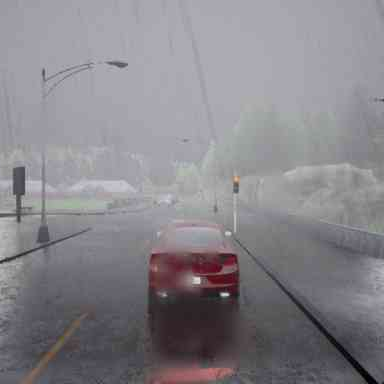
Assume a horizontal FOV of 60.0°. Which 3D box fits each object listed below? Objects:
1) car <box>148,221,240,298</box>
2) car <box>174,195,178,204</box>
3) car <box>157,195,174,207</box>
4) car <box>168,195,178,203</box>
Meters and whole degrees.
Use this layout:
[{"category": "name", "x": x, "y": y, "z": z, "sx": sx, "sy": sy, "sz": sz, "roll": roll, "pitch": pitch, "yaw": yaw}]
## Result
[{"category": "car", "x": 0.053, "y": 1.478, "z": 8.591, "sx": 1.882, "sy": 1.535, "sz": 5.008, "roll": 0, "pitch": 0, "yaw": 0}, {"category": "car", "x": -4.125, "y": 1.526, "z": 60.740, "sx": 1.812, "sy": 1.442, "sz": 4.674, "roll": 0, "pitch": 0, "yaw": 1}, {"category": "car", "x": -4.132, "y": 1.526, "z": 50.822, "sx": 1.812, "sy": 1.442, "sz": 4.674, "roll": 0, "pitch": 0, "yaw": 0}, {"category": "car", "x": -4.052, "y": 1.500, "z": 70.905, "sx": 1.837, "sy": 1.490, "sz": 4.892, "roll": 0, "pitch": 0, "yaw": 0}]
